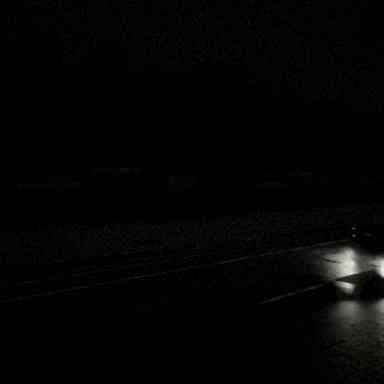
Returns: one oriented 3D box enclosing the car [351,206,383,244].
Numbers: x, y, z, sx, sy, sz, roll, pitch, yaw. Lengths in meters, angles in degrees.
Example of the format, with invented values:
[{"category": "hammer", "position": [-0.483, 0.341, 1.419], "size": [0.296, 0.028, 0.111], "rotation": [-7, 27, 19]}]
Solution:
[{"category": "car", "position": [8.536, 1.281, 13.768], "size": [5.008, 1.535, 1.882], "rotation": [-1, 1, -36]}]
